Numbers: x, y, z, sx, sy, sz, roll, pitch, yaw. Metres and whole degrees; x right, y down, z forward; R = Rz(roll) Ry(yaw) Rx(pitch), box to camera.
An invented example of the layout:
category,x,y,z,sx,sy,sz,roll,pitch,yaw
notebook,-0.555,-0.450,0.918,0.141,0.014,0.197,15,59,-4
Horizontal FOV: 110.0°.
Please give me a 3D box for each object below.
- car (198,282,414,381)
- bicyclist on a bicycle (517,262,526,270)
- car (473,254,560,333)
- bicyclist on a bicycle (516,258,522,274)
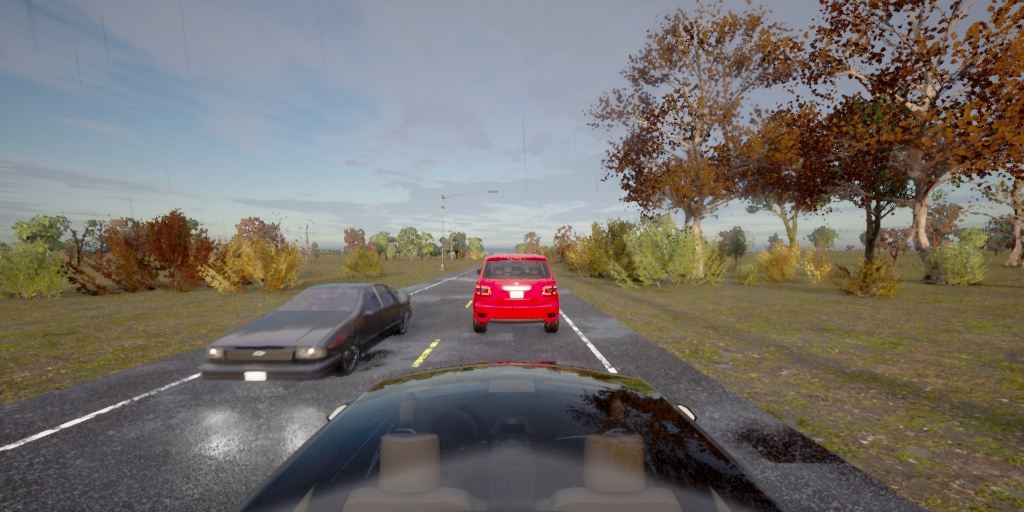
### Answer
category,x,y,z,sx,sy,sz,roll,pitch,yaw
car,-3.601,1.294,7.675,2.033,1.411,5.357,0,0,0
bicyclist on a bicycle,0.876,1.104,30.021,0.659,1.776,1.843,0,0,0
car,0.084,0.966,10.842,2.150,2.045,5.566,0,0,-1
bicyclist on a bicycle,0.807,1.099,40.034,0.659,1.776,1.843,0,0,0
